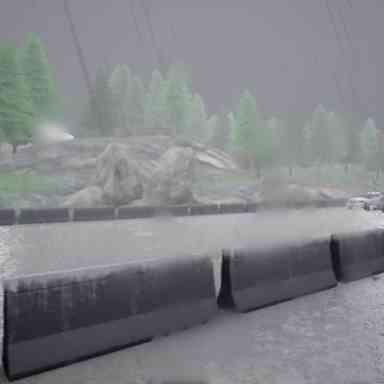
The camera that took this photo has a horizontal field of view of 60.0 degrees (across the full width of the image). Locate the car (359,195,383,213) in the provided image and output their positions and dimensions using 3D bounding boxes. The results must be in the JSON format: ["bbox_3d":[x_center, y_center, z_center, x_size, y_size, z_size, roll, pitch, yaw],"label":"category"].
[{"bbox_3d":[20.671,1.399,35.921,4.902,1.511,2.128,-1,0,-35],"label":"car"}]

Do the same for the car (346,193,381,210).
[{"bbox_3d":[21.103,1.100,40.526,5.566,2.045,2.150,-1,0,-35],"label":"car"}]
